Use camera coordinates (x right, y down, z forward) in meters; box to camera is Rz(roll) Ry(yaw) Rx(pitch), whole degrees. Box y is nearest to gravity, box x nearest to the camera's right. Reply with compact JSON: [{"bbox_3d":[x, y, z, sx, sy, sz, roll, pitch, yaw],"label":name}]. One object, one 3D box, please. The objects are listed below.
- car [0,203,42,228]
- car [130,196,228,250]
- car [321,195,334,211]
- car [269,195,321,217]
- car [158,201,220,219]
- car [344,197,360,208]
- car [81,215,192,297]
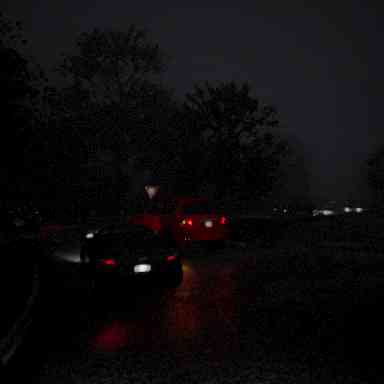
[{"bbox_3d":[-12.126,1.452,20.870,4.892,1.490,1.837,0,1,-14],"label":"car"},{"bbox_3d":[-0.825,1.183,13.643,2.150,2.045,5.566,0,0,-32],"label":"car"},{"bbox_3d":[18.430,1.482,46.739,2.150,2.045,5.566,0,0,32],"label":"car"},{"bbox_3d":[10.136,1.350,33.343,5.566,2.045,2.150,1,0,-38],"label":"car"},{"bbox_3d":[-0.198,1.537,29.985,5.357,1.411,2.033,1,0,-34],"label":"car"},{"bbox_3d":[25.651,1.612,53.501,2.097,1.767,4.553,0,0,23],"label":"car"},{"bbox_3d":[-1.739,1.539,8.716,1.994,1.385,4.181,0,0,-21],"label":"car"}]
